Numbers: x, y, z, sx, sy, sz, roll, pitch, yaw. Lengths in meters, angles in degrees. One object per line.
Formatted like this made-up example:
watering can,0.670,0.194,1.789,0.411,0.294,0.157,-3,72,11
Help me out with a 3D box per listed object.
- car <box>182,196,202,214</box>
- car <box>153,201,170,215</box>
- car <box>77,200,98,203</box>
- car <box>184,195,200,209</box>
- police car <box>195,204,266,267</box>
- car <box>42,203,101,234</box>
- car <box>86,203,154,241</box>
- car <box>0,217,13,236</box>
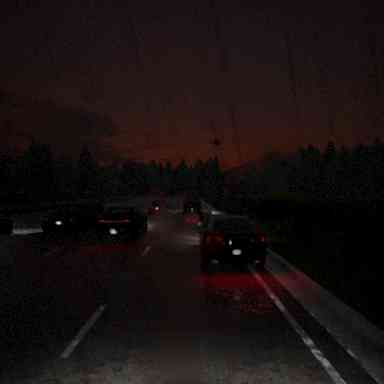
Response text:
car,0.035,1.532,36.246,1.837,1.490,4.892,0,0,1
car,-3.406,1.590,34.551,1.994,1.385,4.181,0,0,0
car,-10.407,1.504,33.415,1.882,1.535,5.008,0,0,0
car,-0.002,1.389,47.792,2.097,1.767,4.553,0,0,0
police car,1.223,1.434,11.642,1.930,1.638,5.238,0,0,0
car,-6.902,1.579,19.220,1.994,1.385,4.181,0,0,0
car,-3.403,1.504,16.831,2.128,1.511,4.902,0,0,0
car,-10.403,1.538,15.666,1.812,1.442,4.674,0,0,0
